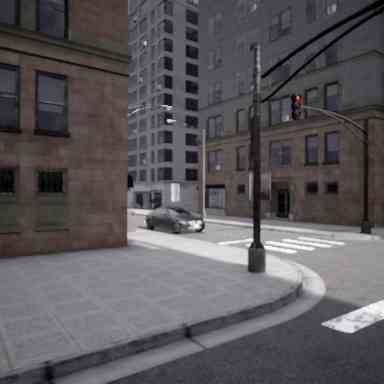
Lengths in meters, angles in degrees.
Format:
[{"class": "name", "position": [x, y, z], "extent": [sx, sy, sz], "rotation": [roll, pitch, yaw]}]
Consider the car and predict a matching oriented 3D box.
[{"class": "car", "position": [-1.152, 1.628, 20.102], "extent": [1.812, 1.442, 4.674], "rotation": [0, 0, -37]}]
